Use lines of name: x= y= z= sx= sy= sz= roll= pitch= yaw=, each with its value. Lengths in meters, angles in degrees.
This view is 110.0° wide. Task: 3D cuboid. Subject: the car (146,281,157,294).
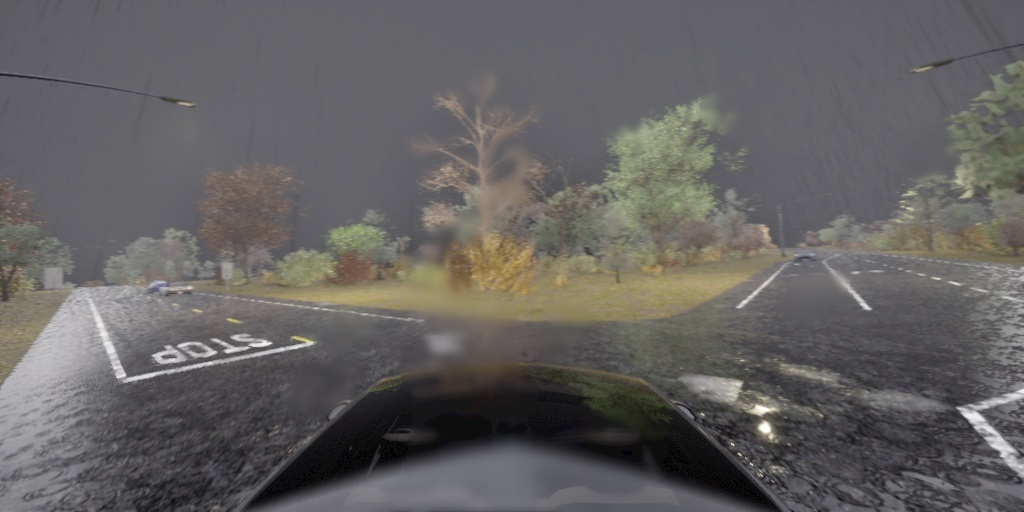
car: x=-40.090 y=3.514 z=40.926 sx=4.674 sy=1.442 sz=1.812 roll=-3 pitch=-1 yaw=40

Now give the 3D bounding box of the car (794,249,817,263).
car: x=37.432 y=-0.138 z=45.756 sx=2.097 sy=1.767 sz=4.553 roll=-6 pitch=-2 yaw=42

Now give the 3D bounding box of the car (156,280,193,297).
car: x=-32.120 y=3.147 z=34.276 sx=4.718 sy=1.301 sz=1.895 roll=-3 pitch=-1 yaw=40
